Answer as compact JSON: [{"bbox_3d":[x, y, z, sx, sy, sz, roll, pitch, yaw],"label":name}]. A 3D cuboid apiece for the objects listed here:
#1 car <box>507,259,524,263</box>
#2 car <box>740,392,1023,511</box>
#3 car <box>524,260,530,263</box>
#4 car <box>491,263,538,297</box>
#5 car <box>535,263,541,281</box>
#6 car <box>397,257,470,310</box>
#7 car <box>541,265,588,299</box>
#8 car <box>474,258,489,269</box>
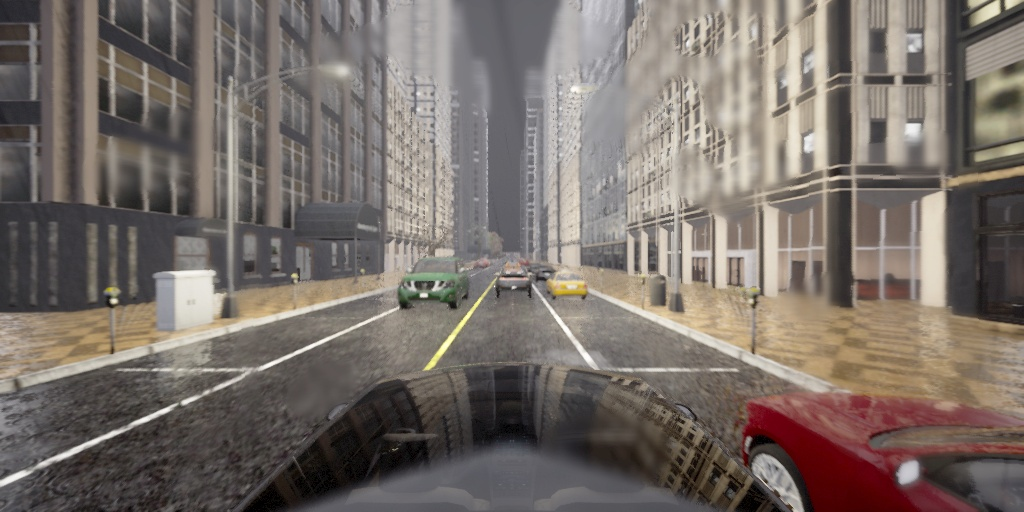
[{"bbox_3d":[0.084,1.416,42.812,1.882,1.535,5.008,0,0,0],"label":"car"},{"bbox_3d":[2.690,1.292,1.083,1.888,1.381,4.507,0,0,0],"label":"car"},{"bbox_3d":[2.673,1.497,40.972,1.948,1.339,4.313,0,0,0],"label":"car"},{"bbox_3d":[0.093,1.330,19.748,2.128,1.511,4.902,0,0,0],"label":"car"},{"bbox_3d":[2.678,1.448,29.576,1.948,1.339,4.313,0,0,0],"label":"car"},{"bbox_3d":[-3.104,1.038,15.378,2.150,2.045,5.566,0,0,0],"label":"car"},{"bbox_3d":[2.683,1.356,18.349,1.751,1.417,4.829,0,0,0],"label":"car"},{"bbox_3d":[-5.716,1.564,63.765,1.888,1.381,4.507,0,0,0],"label":"car"}]
